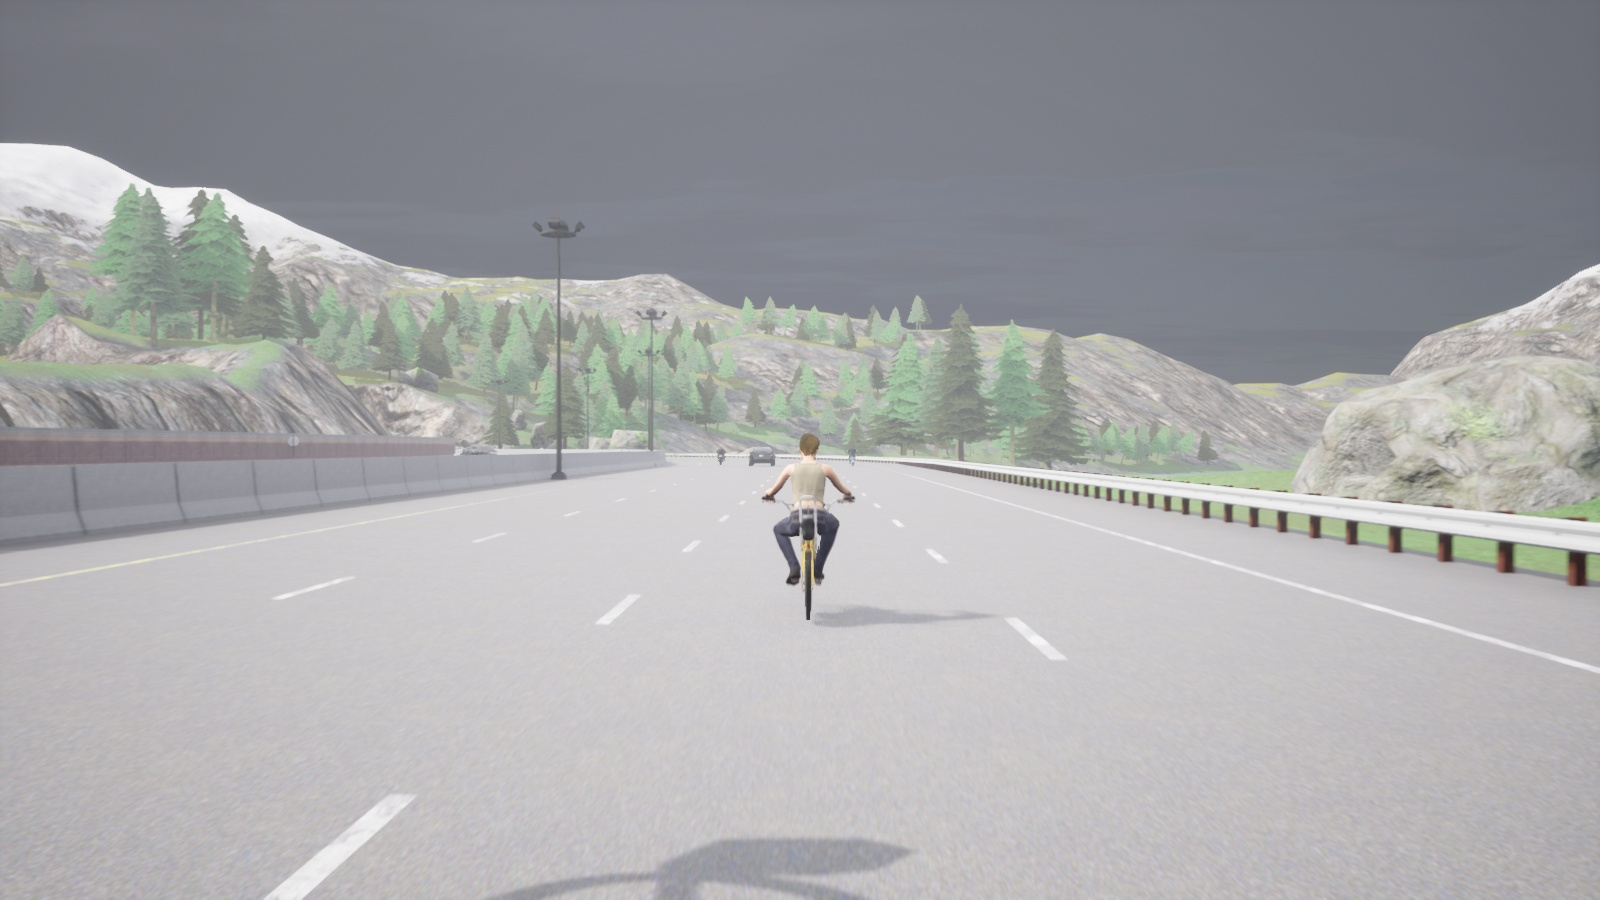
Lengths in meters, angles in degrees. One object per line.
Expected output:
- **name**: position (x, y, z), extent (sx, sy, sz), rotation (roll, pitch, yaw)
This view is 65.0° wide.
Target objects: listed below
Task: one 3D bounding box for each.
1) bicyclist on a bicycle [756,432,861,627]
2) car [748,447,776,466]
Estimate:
- **bicyclist on a bicycle**: position (0.075, 0.654, 11.112), extent (0.866, 1.612, 1.509), rotation (0, 0, 1)
- **car**: position (-2.957, 0.483, 98.770), extent (2.163, 1.488, 4.792), rotation (0, 0, -1)
